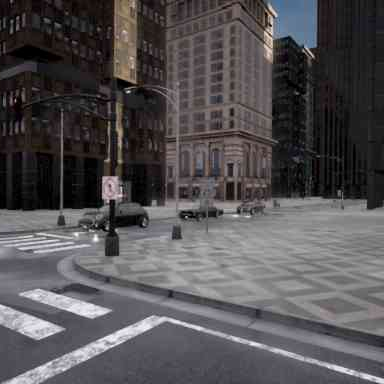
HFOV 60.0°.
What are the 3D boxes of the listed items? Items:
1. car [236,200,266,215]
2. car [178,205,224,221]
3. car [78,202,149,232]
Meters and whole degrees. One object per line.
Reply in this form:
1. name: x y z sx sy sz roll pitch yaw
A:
1. car: 6.670 1.702 37.182 1.837 1.490 4.892 1 0 35
2. car: 0.822 1.741 28.919 1.895 1.301 4.718 1 0 35
3. car: -4.831 1.431 20.906 2.097 1.767 4.553 1 0 35
